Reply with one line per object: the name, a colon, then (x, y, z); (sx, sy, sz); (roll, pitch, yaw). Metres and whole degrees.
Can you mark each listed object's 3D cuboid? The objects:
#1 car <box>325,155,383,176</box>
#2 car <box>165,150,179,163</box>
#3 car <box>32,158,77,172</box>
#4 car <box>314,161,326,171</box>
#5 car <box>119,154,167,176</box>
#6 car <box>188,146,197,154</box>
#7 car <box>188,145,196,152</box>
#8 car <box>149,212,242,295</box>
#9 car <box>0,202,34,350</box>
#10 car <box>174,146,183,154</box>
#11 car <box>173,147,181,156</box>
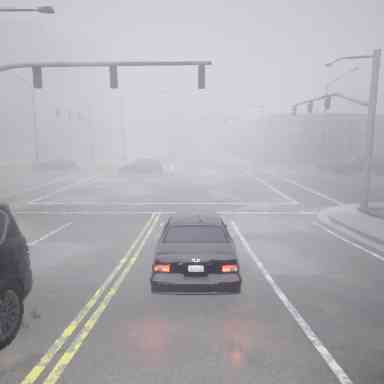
car: (17.066, -2.756, 33.822); (5.566, 2.045, 2.150); (0, 9, 1)
car: (-3.532, -5.300, 51.521); (2.033, 1.411, 5.357); (0, 9, 0)
car: (-15.481, -3.069, 37.468); (4.902, 1.511, 2.128); (0, 9, 0)
car: (16.321, -3.052, 37.328); (4.902, 1.511, 2.128); (0, 9, 0)
car: (-5.141, -2.639, 33.946); (4.553, 1.767, 2.097); (0, 9, 0)
car: (0.096, -9.397, 77.007); (1.895, 1.301, 4.718); (0, 9, 0)
car: (0.113, -11.882, 90.794); (2.097, 1.767, 4.553); (0, 9, 0)
car: (0.085, 1.218, 8.395); (2.033, 1.411, 5.357); (0, 4, 0)
car: (-3.598, 1.176, 3.040); (2.150, 2.045, 5.566); (0, 2, 0)
car: (-3.411, -8.507, 71.195); (2.033, 1.411, 5.357); (0, 9, 0)
car: (-3.491, -6.884, 60.999); (1.837, 1.490, 4.892); (0, 9, 0)
